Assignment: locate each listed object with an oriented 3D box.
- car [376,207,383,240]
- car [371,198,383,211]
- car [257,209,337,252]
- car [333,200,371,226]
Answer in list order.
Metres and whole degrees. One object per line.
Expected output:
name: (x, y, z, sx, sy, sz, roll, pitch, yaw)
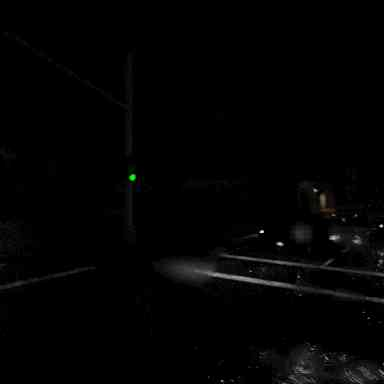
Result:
car: (10.300, 1.591, 16.266, 1.895, 1.301, 4.718, 0, 0, 35)
car: (21.241, 1.456, 37.914, 1.882, 1.535, 5.008, 0, 0, 35)
car: (4.485, 1.594, 14.068, 1.895, 1.301, 4.718, 0, 0, 35)
car: (11.220, 1.513, 23.646, 1.812, 1.442, 4.674, 0, 0, 35)
